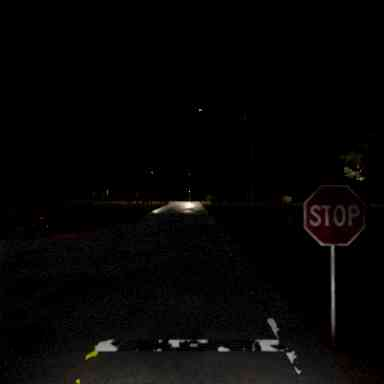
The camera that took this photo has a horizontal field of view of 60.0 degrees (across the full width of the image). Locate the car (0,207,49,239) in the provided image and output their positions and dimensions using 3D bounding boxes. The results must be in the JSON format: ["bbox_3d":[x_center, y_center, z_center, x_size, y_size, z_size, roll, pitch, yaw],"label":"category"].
[{"bbox_3d":[-9.628,1.483,16.256,4.902,1.511,2.128,1,0,-8],"label":"car"}]
